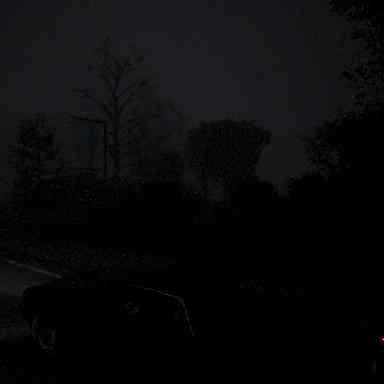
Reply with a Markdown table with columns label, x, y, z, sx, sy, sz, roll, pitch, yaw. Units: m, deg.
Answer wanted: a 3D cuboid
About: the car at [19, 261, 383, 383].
| label | x | y | z | sx | sy | sz | roll | pitch | yaw |
| --- | --- | --- | --- | --- | --- | --- | --- | --- | --- |
| car | -0.236 | 1.610 | 4.290 | 4.718 | 1.301 | 1.895 | 0 | 0 | 37 |
